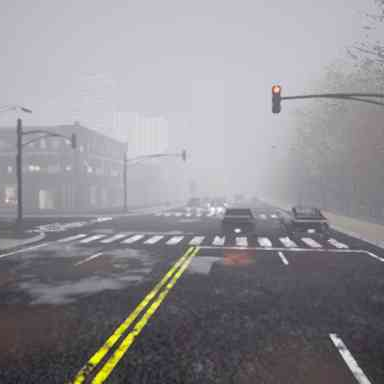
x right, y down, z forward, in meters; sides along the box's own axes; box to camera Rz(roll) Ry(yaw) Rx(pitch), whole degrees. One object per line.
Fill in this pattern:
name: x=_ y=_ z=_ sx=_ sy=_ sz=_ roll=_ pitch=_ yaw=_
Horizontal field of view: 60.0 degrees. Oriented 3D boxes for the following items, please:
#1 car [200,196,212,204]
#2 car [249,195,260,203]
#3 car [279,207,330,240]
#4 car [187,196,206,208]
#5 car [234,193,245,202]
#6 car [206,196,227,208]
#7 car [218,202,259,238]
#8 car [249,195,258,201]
car: x=2.814 y=1.553 z=66.115 sx=1.837 sy=1.490 sz=4.892 roll=0 pitch=0 yaw=9
car: x=13.153 y=1.602 z=69.362 sx=1.994 sy=1.385 sz=4.181 roll=0 pitch=0 yaw=8
car: x=5.672 y=1.511 z=17.163 sx=2.128 sy=1.511 sz=4.902 roll=0 pitch=0 yaw=9
car: x=0.496 y=1.516 z=50.575 sx=1.882 sy=1.535 sz=5.008 roll=0 pitch=0 yaw=9
car: x=9.881 y=1.273 z=69.446 sx=2.150 sy=2.045 sz=5.566 roll=0 pitch=0 yaw=8
car: x=3.750 y=1.531 z=50.366 sx=2.128 sy=1.511 sz=4.902 roll=0 pitch=0 yaw=8
car: x=2.503 y=1.524 z=17.936 sx=1.837 sy=1.490 sz=4.892 roll=0 pitch=0 yaw=9
car: x=14.587 y=1.435 z=79.261 sx=2.033 sy=1.411 sz=5.357 roll=0 pitch=0 yaw=8
